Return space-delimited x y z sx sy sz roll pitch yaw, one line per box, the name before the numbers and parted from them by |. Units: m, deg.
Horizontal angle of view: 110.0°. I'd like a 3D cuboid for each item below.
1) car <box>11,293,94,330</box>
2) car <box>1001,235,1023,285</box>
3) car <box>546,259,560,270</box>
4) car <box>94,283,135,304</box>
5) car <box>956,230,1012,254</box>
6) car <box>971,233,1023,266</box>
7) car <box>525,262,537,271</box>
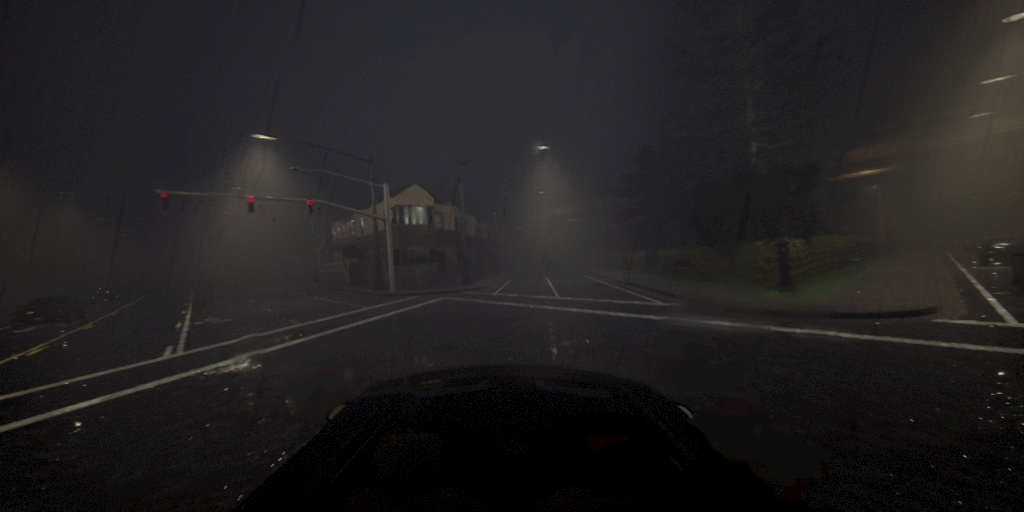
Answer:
car | -24.720 2.882 19.335 1.882 1.535 5.008 -4 0 -41
car | 16.302 0.210 10.432 5.008 1.535 1.882 -3 -1 -41
car | 6.492 1.211 57.507 2.097 1.767 4.553 -4 -1 4
car | -35.837 3.401 32.059 2.033 1.411 5.357 -3 1 -41
car | 37.236 -1.012 28.430 4.902 1.511 2.128 -3 -1 -40
car | 25.771 -0.263 18.587 4.181 1.385 1.994 -3 -1 -41
car | 3.022 1.643 57.751 2.033 1.411 5.357 -4 -1 4
